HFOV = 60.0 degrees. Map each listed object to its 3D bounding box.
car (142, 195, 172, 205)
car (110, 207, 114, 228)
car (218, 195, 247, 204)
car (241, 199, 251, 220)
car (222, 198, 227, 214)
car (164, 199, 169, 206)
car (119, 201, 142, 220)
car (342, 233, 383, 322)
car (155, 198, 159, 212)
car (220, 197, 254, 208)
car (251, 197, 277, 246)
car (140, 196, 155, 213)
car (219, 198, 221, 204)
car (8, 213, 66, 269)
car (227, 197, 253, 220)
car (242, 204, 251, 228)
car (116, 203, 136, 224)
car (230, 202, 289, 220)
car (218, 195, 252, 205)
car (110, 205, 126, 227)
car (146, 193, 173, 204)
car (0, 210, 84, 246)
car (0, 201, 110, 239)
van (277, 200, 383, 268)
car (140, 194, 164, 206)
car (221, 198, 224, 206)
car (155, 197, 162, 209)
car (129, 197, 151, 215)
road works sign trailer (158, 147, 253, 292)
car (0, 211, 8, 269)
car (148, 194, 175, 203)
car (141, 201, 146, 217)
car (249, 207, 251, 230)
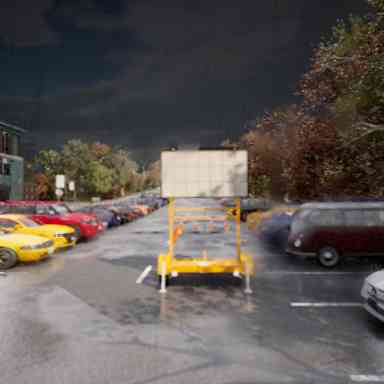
[{"bbox_3d":[-6.083,1.378,58.675,5.008,1.535,2.097,0,2,2],"label":"car"},{"bbox_3d":[-7.346,1.815,19.673,4.674,1.452,2.002,0,-1,2],"label":"car"},{"bbox_3d":[7.026,1.293,58.310,4.792,1.488,2.163,0,2,2],"label":"car"},{"bbox_3d":[5.855,1.565,22.197,4.553,1.767,2.185,0,0,2],"label":"car"},{"bbox_3d":[6.003,1.716,33.357,5.366,1.575,1.946,0,0,2],"label":"car"},{"bbox_3d":[-6.376,1.648,50.322,4.792,1.488,2.163,0,1,2],"label":"car"},{"bbox_3d":[-7.078,1.832,28.031,5.008,1.535,2.097,0,0,2],"label":"car"},{"bbox_3d":[5.278,1.543,5.373,4.674,1.452,2.002,0,-1,2],"label":"car"},{"bbox_3d":[-6.680,1.823,39.169,4.792,1.488,2.163,0,0,2],"label":"car"},{"bbox_3d":[6.702,1.531,50.076,4.792,1.488,2.163,0,1,2],"label":"car"},{"bbox_3d":[5.517,1.348,13.727,5.566,2.045,2.435,0,-1,2],"label":"car"},{"bbox_3d":[-6.770,1.691,36.382,4.553,1.767,2.185,0,0,2],"label":"car"},{"bbox_3d":[6.545,1.608,44.497,5.008,1.535,2.097,0,1,2],"label":"car"},{"bbox_3d":[-7.431,1.674,11.323,5.366,1.575,1.946,0,-1,2],"label":"car"},{"bbox_3d":[6.033,1.469,27.775,5.566,2.045,2.435,0,0,2],"label":"car"},{"bbox_3d":[5.728,1.664,19.413,5.008,1.535,2.097,0,-1,2],"label":"car"},{"bbox_3d":[-7.167,1.821,25.243,5.008,1.535,2.097,0,0,2],"label":"car"},{"bbox_3d":[6.103,1.723,30.563,5.008,1.535,2.097,0,0,2],"label":"car"},{"bbox_3d":[7.092,1.349,55.515,5.366,1.575,1.946,0,2,2],"label":"car"},{"bbox_3d":[-7.282,1.831,22.458,4.792,1.488,2.163,0,-1,2],"label":"car"},{"bbox_3d":[-5.958,1.153,61.445,4.553,1.767,2.185,0,2,2],"label":"car"},{"bbox_3d":[-7.531,1.711,14.111,5.008,1.535,2.097,0,-1,2],"label":"car"},{"bbox_3d":[-7.409,1.491,16.894,5.566,2.045,2.435,0,-1,2],"label":"car"},{"bbox_3d":[5.339,1.342,10.946,4.442,1.987,1.878,0,-1,2],"label":"van"},{"bbox_3d":[-6.560,1.598,44.741,4.553,1.767,2.185,0,1,2],"label":"car"},{"bbox_3d":[6.450,1.651,41.581,4.892,1.521,2.231,0,1,2],"label":"car"},{"bbox_3d":[-6.647,1.792,41.957,4.792,1.488,2.163,0,1,2],"label":"car"},{"bbox_3d":[-6.860,1.704,33.603,4.553,1.767,2.185,0,0,2],"label":"car"},{"bbox_3d":[0.349,0.573,9.205,2.380,3.560,2.880,0,-1,2],"label":"road works sign trailer"},{"bbox_3d":[-7.736,1.523,8.675,4.553,1.767,2.185,0,-1,2],"label":"car"},{"bbox_3d":[-5.868,1.202,64.233,4.792,1.488,2.163,0,2,2],"label":"car"},{"bbox_3d":[-6.978,1.875,30.819,4.674,1.452,2.002,0,0,2],"label":"car"},{"bbox_3d":[5.824,1.626,16.500,5.366,1.575,1.946,0,-1,2],"label":"car"}]
